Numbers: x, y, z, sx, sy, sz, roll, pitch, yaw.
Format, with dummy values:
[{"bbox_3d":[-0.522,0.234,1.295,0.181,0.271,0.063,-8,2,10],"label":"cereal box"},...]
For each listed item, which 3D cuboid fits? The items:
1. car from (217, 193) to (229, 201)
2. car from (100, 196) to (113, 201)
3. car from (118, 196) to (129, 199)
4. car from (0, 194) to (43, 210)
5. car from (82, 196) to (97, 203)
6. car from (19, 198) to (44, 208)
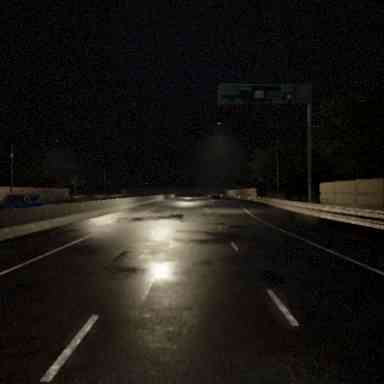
[{"bbox_3d":[7.037,1.377,71.884,1.882,1.535,5.008,0,0,0],"label":"car"},{"bbox_3d":[-17.465,1.553,68.167,1.994,1.385,4.181,0,0,0],"label":"car"},{"bbox_3d":[-13.965,1.501,68.165,1.837,1.490,4.892,0,0,0],"label":"car"},{"bbox_3d":[-14.079,1.222,26.944,2.150,2.045,5.566,0,0,0],"label":"car"},{"bbox_3d":[-20.965,1.479,68.169,1.882,1.535,5.008,0,0,0],"label":"car"},{"bbox_3d":[-23.837,1.572,49.538,1.994,1.385,4.181,0,0,-3],"label":"car"}]
